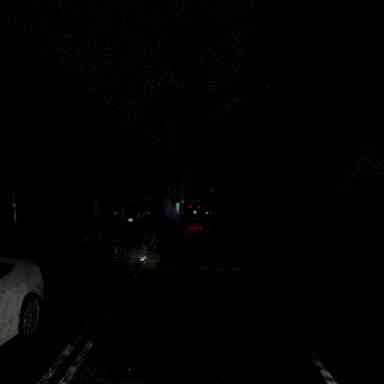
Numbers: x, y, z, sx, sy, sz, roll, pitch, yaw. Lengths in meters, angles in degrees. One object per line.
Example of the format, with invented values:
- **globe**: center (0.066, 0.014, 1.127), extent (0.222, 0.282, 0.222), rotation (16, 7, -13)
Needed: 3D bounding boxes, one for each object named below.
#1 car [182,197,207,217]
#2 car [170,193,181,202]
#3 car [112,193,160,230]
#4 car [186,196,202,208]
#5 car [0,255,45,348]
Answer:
- **car**: center (0.247, 1.337, 29.067), extent (1.837, 1.490, 4.892), rotation (0, 1, 0)
- **car**: center (-3.054, 1.052, 61.412), extent (1.837, 1.490, 4.892), rotation (0, 1, 1)
- **car**: center (-3.233, 1.109, 20.386), extent (2.150, 2.045, 5.566), rotation (0, 0, 1)
- **car**: center (0.258, 1.282, 43.533), extent (1.994, 1.385, 4.181), rotation (0, 1, 1)
- **car**: center (-3.342, 1.504, 3.771), extent (1.812, 1.442, 4.674), rotation (0, 0, 1)
